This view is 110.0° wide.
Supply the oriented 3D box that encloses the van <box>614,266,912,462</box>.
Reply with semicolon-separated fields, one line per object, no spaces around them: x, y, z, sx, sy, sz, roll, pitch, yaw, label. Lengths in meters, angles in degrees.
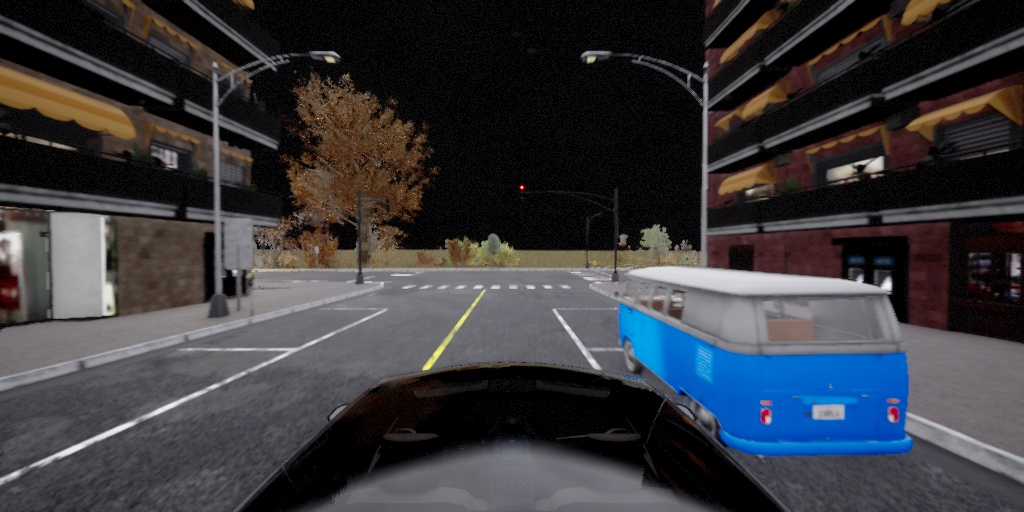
2.690;1.071;4.887;1.690;1.789;3.998;0;0;0;van
